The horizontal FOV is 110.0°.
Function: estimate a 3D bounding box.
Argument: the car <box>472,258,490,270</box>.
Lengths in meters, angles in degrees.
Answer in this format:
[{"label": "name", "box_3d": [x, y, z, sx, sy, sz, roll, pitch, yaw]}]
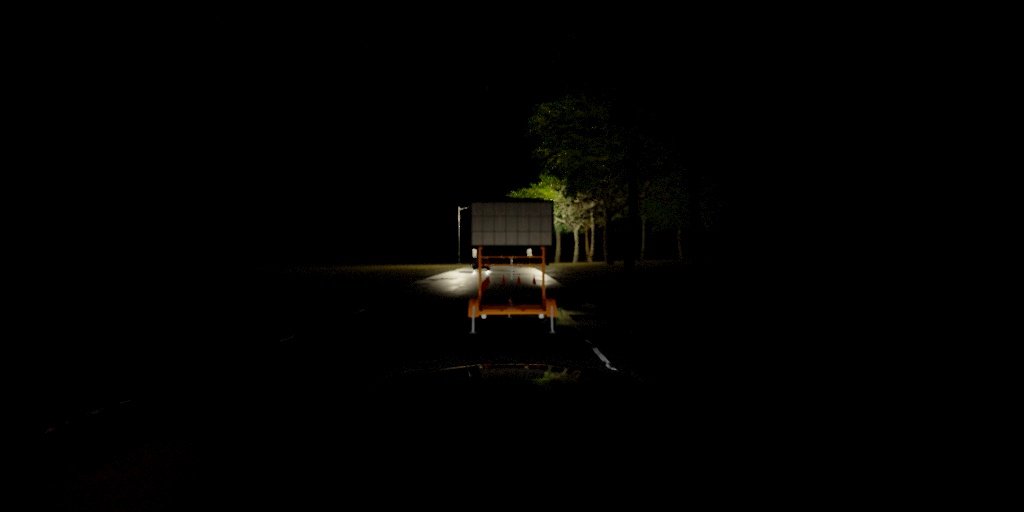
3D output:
[{"label": "car", "box_3d": [-3.683, 0.918, 43.692, 1.882, 1.535, 5.008, 0, 0, 0]}]

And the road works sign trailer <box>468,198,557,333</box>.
[{"label": "road works sign trailer", "box_3d": [-0.007, 0.143, 10.428, 2.380, 3.560, 2.880, 0, 0, -1]}]
